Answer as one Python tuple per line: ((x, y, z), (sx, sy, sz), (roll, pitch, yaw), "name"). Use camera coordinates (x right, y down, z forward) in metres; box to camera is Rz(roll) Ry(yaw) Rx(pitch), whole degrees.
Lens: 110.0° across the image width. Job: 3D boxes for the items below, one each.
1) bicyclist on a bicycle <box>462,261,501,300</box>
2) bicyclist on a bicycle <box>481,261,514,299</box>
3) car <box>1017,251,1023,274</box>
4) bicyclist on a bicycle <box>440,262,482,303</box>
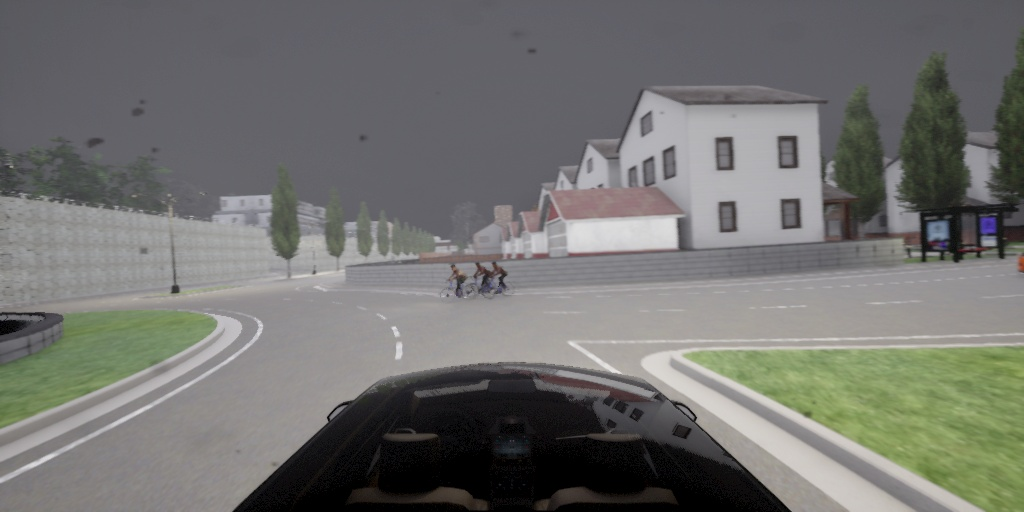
((-1.387, 1.083, 16.388), (1.656, 1.620, 0.582), (-3, 1, -35), "bicyclist on a bicycle")
((-0.614, 1.047, 15.716), (1.656, 1.620, 0.582), (-3, 0, -33), "bicyclist on a bicycle")
((20.617, -0.225, 12.423), (4.553, 1.767, 2.097), (-3, 1, -6), "car")
((-2.307, 1.152, 15.183), (1.656, 1.620, 0.582), (-4, 1, -34), "bicyclist on a bicycle")
